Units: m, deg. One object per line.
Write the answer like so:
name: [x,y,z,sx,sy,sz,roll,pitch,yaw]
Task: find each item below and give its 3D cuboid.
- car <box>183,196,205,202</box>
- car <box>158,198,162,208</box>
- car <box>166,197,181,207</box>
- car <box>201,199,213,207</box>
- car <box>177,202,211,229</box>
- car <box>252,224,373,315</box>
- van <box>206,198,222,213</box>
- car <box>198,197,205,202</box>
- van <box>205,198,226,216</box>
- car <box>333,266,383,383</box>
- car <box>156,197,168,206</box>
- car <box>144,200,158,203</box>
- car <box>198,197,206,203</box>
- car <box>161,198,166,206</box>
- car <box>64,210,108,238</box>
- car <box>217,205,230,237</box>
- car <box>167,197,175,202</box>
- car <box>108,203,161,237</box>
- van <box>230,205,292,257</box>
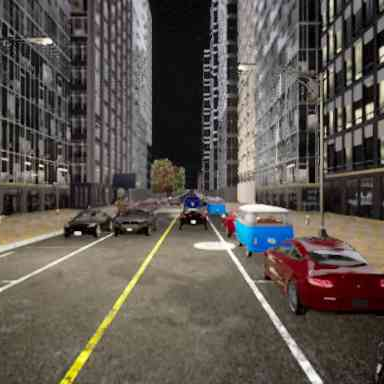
car: [0.078,1.503,40.799,2.150,2.045,5.566,0,0,0]
car: [-5.718,1.905,47.270,1.802,1.307,4.206,0,0,0]
car: [-3.077,1.879,60.479,1.882,1.535,5.008,0,0,1]
car: [2.656,1.957,58.671,1.947,1.339,4.313,0,0,0]
car: [0.087,1.687,22.830,1.812,1.442,4.674,0,0,0]
car: [2.684,1.637,7.385,1.802,1.307,4.206,0,0,0]
van: [2.665,1.627,41.577,1.690,1.788,3.998,0,0,0]
car: [2.638,2.175,92.857,1.802,1.307,4.206,0,0,0]
van: [2.669,1.590,35.877,1.690,1.788,3.998,0,0,0]
car: [2.687,1.564,1.688,2.008,1.369,4.403,0,0,0]
car: [-5.727,1.865,64.365,1.967,1.590,4.097,0,0,0]
car: [-5.715,1.831,41.571,1.887,1.381,4.507,0,0,0]
car: [2.641,2.104,87.160,1.887,1.381,4.507,0,0,0]
car: [-5.721,1.908,52.967,2.008,1.369,4.403,0,0,0]
car: [-5.703,1.701,18.778,1.947,1.339,4.313,0,0,0]
car: [2.678,1.679,18.781,1.887,1.381,4.507,0,0,0]
car: [-5.743,2.144,92.854,2.008,1.369,4.403,0,0,0]
car: [-3.111,1.614,19.069,1.882,1.535,5.008,0,0,0]
van: [2.681,1.436,13.085,1.690,1.788,3.998,0,0,0]
